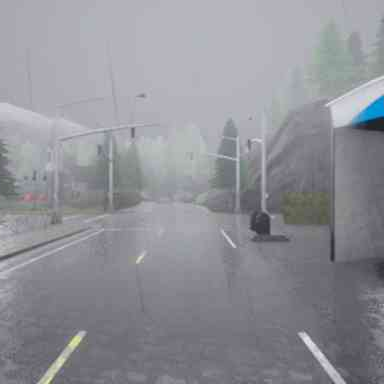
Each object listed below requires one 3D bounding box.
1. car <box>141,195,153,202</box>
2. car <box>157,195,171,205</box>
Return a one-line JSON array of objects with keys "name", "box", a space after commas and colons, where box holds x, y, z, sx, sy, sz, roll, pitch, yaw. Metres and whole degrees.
[{"name": "car", "box": [-10.380, 1.520, 74.375, 1.837, 1.490, 4.892, 0, 0, -27]}, {"name": "car", "box": [-5.086, 1.376, 59.482, 2.097, 1.767, 4.553, 0, 0, -11]}]
